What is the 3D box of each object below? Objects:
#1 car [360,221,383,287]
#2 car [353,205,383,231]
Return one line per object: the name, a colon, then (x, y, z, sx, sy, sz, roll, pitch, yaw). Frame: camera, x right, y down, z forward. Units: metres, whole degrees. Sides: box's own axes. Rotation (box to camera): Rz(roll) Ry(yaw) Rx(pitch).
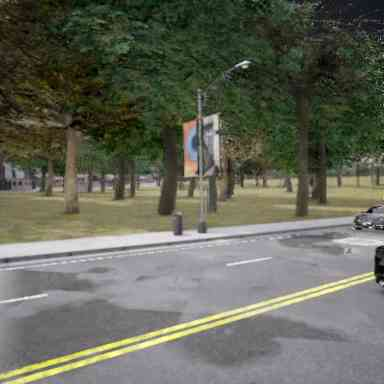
car: (6.317, 1.508, 7.952, 5.008, 1.535, 1.882, 0, 0, -35)
car: (11.607, 1.541, 19.951, 4.892, 1.490, 1.837, 0, 0, -35)
